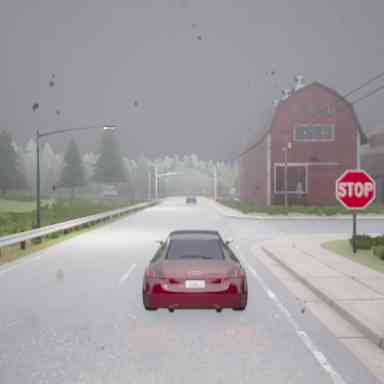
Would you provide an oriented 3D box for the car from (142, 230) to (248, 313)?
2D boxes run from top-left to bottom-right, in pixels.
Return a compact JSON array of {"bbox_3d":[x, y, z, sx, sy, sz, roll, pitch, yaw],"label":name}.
[{"bbox_3d":[0.060,1.558,7.742,1.994,1.385,4.181,0,0,0],"label":"car"}]

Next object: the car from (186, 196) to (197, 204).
[{"bbox_3d":[-0.139,1.434,60.746,1.882,1.535,5.008,0,0,0],"label":"car"}]
